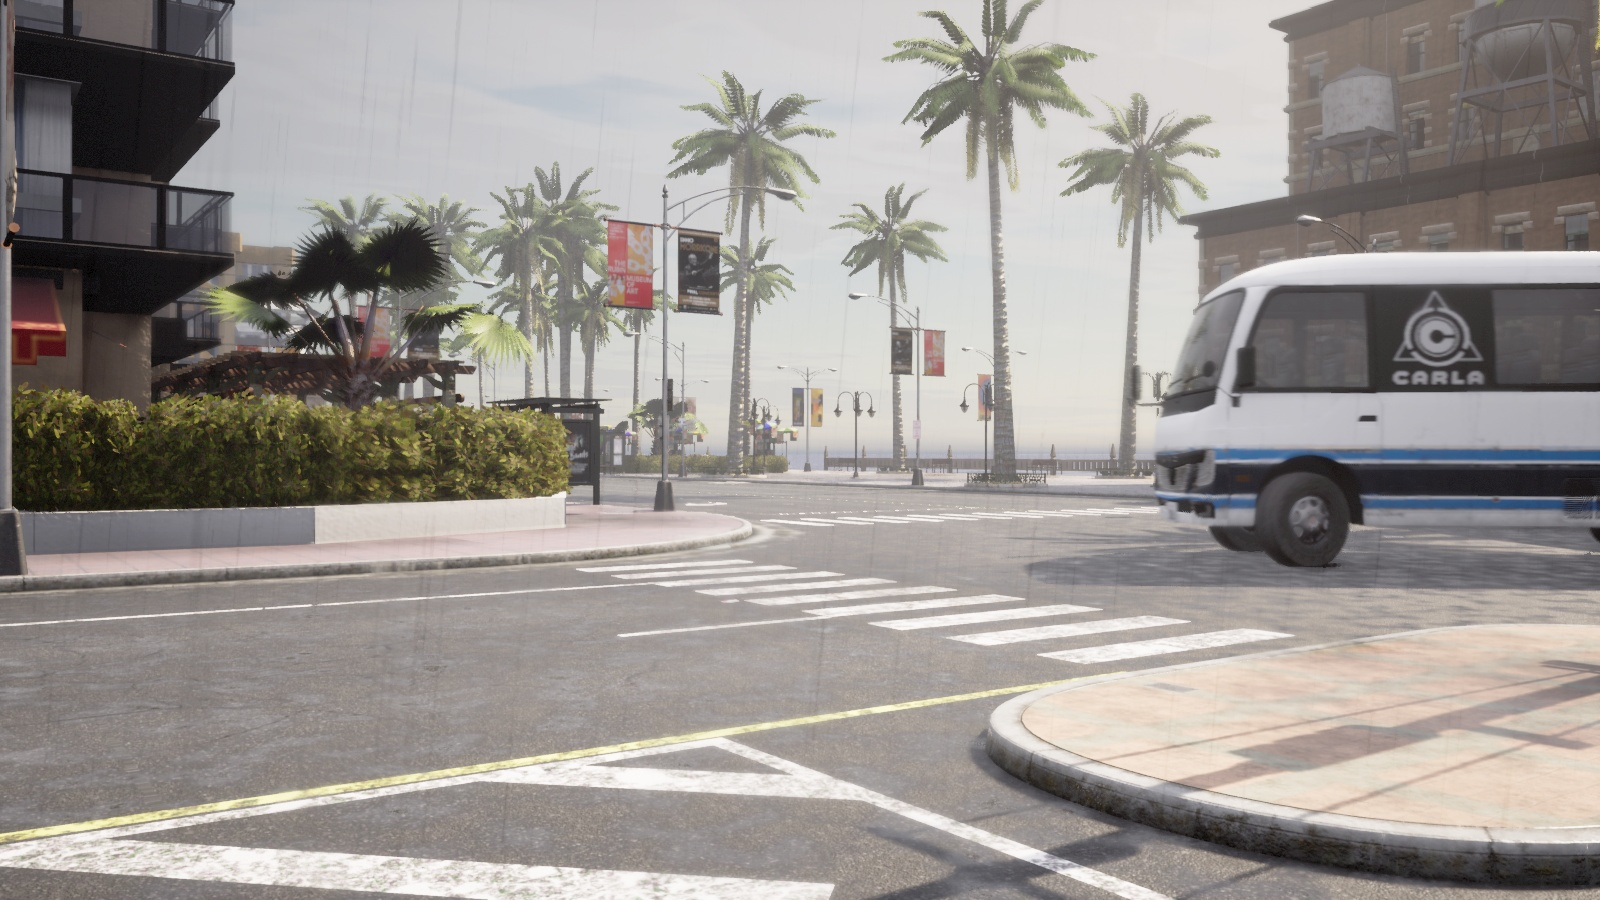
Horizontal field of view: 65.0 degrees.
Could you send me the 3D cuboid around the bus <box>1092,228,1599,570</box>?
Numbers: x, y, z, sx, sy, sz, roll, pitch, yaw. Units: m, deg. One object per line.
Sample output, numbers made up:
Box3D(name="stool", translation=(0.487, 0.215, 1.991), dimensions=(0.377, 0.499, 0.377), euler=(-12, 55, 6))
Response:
Box3D(name="bus", translation=(9.638, -0.609, 17.605), dimensions=(10.273, 4.253, 3.944), euler=(0, -1, 4))
